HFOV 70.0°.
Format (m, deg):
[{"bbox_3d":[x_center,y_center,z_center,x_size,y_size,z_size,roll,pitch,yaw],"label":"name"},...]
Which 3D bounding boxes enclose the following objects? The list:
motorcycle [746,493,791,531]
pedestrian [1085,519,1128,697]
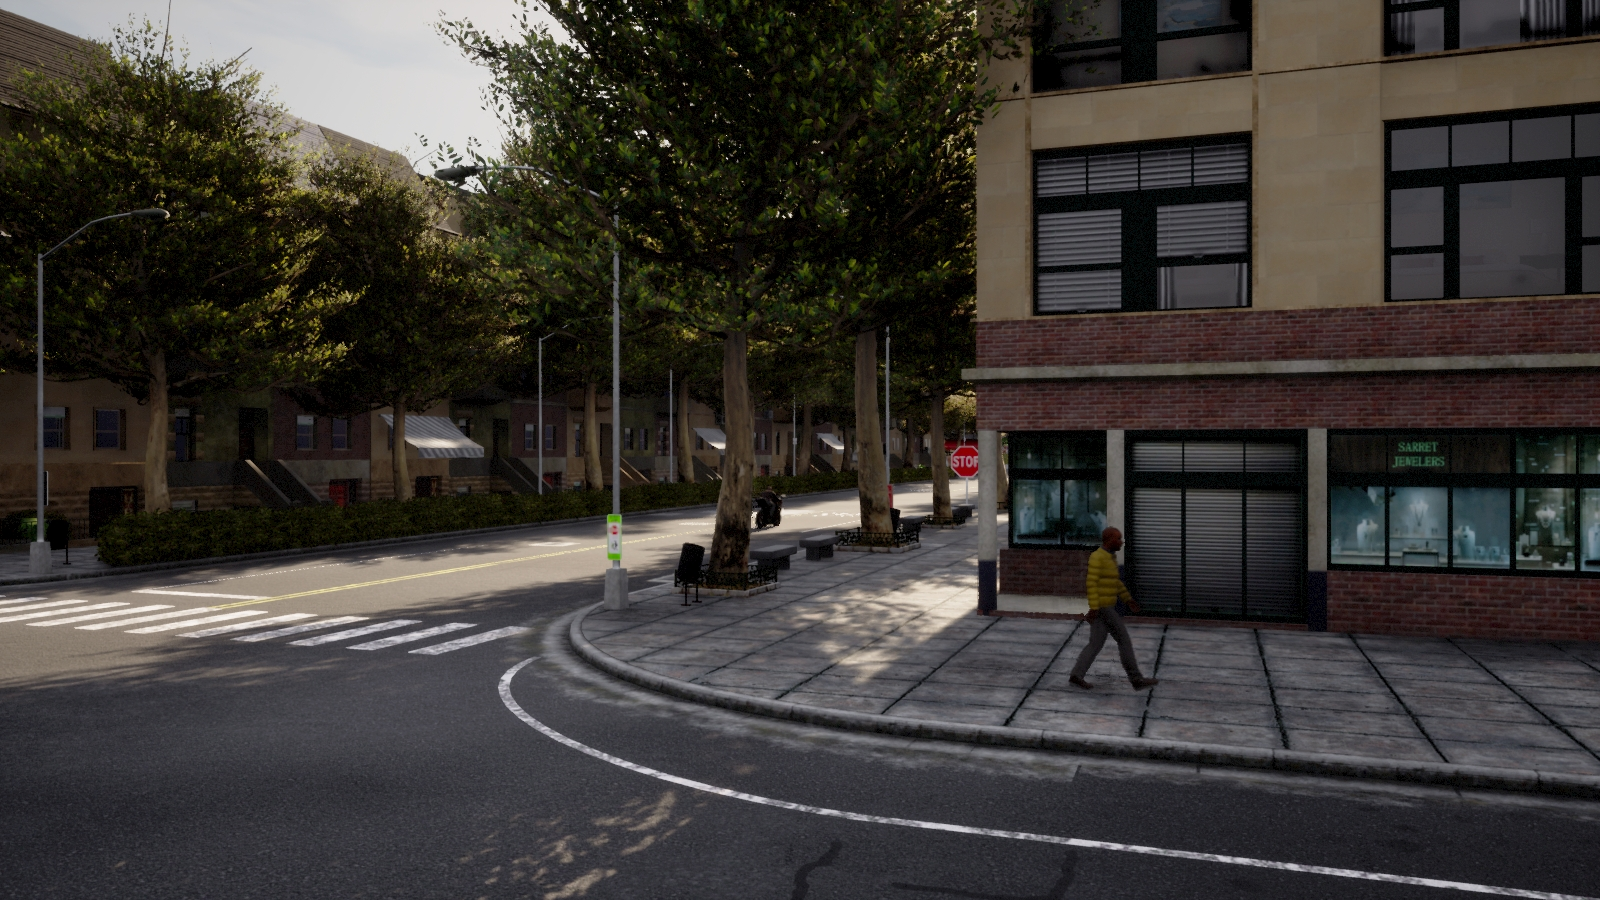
[{"bbox_3d":[-1.116,2.211,41.039,0.867,1.251,2.209,0,0,20],"label":"motorcycle"},{"bbox_3d":[3.329,1.697,12.406,0.375,1.860,0.375,0,0,27],"label":"pedestrian"}]
